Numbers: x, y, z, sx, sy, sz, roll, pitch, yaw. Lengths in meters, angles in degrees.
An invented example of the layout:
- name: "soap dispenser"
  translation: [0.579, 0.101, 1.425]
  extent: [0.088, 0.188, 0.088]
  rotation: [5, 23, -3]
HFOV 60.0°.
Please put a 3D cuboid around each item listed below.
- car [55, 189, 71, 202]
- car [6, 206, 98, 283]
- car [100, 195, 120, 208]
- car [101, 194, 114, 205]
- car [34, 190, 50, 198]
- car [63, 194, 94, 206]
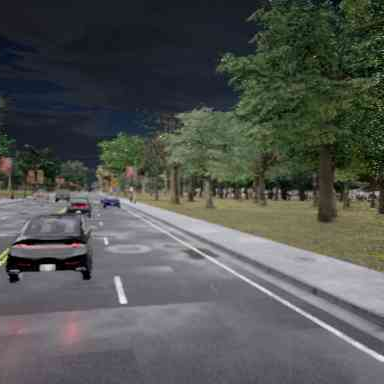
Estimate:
- name: "car"
  translation: [-20.420, 0.597, 52.873]
  extent: [2.150, 2.045, 5.566]
  rotation: [2, 0, -17]
- name: "car"
  translation: [-3.761, 1.373, 9.396]
  extent: [2.128, 1.511, 4.902]
  rotation: [2, 0, -17]
- name: "car"
  translation: [-9.888, 1.163, 40.861]
  extent: [1.882, 1.535, 5.008]
  rotation: [2, 0, -17]
- name: "car"
  translation: [-12.875, 1.121, 50.434]
  extent: [1.812, 1.442, 4.674]
  rotation: [2, 0, -16]
- name: "car"
  translation: [-23.787, 0.344, 52.817]
  extent: [2.097, 1.767, 4.553]
  rotation: [2, 0, -17]
- name: "car"
  translation: [-9.039, 1.220, 26.829]
  extent: [1.837, 1.490, 4.892]
  rotation: [2, 0, -17]
